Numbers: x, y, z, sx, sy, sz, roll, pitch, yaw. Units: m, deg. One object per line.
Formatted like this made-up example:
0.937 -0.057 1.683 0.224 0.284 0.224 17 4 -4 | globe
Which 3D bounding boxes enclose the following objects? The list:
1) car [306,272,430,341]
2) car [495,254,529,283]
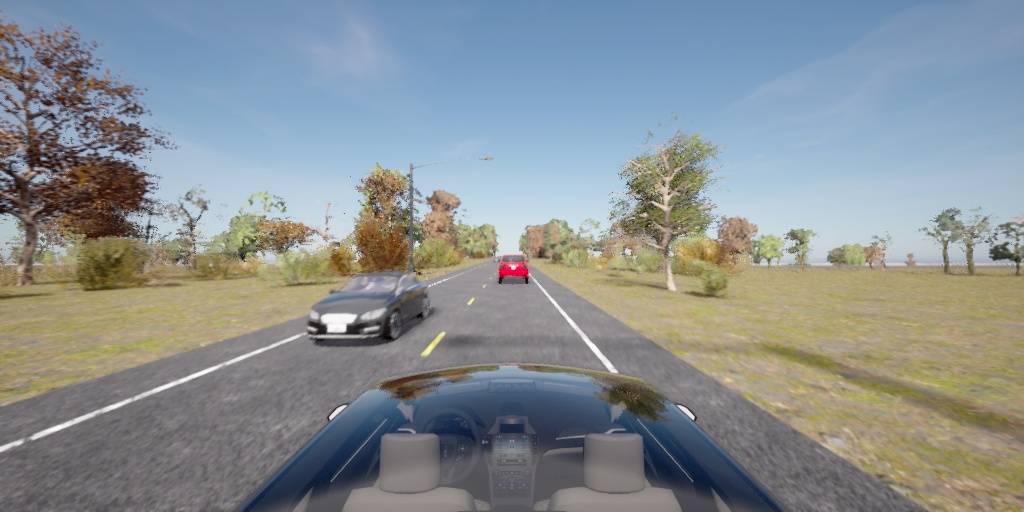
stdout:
-3.592 1.209 9.808 2.128 1.511 4.902 0 0 0 | car
0.110 0.859 26.698 2.150 2.045 5.566 0 1 0 | car
